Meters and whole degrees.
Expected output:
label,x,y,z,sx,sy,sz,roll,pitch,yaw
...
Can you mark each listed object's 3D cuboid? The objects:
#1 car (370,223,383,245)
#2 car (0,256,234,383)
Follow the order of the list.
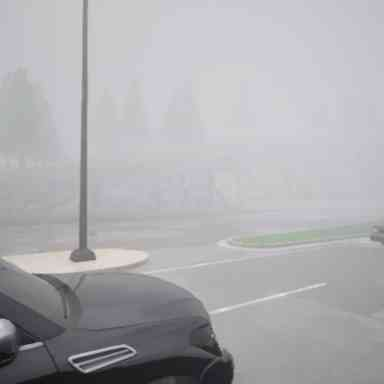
label,x,y,z,sx,sy,sz,roll,pitch,yaw
car,10.198,1.706,14.794,5.357,1.411,2.033,1,0,-30
car,-2.283,1.213,2.118,5.566,2.045,2.150,1,0,-36
